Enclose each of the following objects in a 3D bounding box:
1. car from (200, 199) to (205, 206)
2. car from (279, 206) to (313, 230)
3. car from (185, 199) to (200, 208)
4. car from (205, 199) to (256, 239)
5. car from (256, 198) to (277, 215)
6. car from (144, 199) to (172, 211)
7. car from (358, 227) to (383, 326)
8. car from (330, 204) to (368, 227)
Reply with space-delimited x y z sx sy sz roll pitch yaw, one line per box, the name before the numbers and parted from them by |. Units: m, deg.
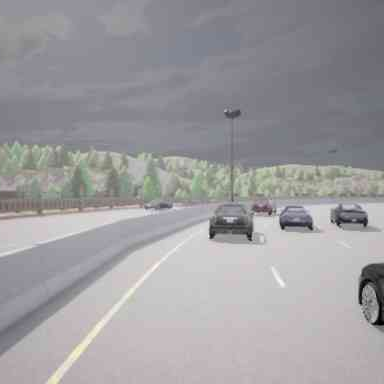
car | 3.159 1.623 42.414 1.837 1.490 4.892 0 0 27
car | 6.767 1.613 21.832 1.994 1.385 4.181 0 0 15
car | 0.726 1.697 45.303 1.994 1.385 4.181 0 0 27
car | 2.196 1.382 17.717 2.097 1.767 4.553 0 0 11
car | 7.587 1.442 34.822 2.097 1.767 4.553 0 0 22
car | -4.313 1.602 42.938 2.128 1.511 4.902 0 0 25
car | 3.863 1.511 4.156 2.128 1.511 4.902 0 0 3
car | 10.686 1.550 22.867 2.128 1.511 4.902 0 0 16
